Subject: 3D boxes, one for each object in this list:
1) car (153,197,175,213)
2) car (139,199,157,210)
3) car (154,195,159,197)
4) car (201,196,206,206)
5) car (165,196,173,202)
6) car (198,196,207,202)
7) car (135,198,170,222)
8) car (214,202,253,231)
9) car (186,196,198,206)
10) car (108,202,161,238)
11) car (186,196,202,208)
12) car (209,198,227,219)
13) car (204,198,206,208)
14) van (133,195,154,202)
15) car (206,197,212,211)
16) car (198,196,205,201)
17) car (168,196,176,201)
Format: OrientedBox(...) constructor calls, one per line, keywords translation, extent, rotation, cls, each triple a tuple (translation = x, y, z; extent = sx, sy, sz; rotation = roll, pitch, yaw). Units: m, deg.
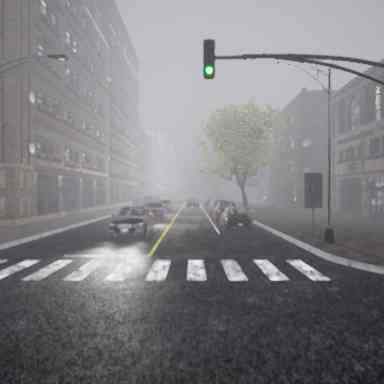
OrientedBox(translation=(-3.105, 1.570, 37.335), extent=(1.812, 1.442, 4.674), rotation=(0, 0, 0), cls="car")
OrientedBox(translation=(-5.713, 1.636, 43.366), extent=(1.802, 1.307, 4.206), rotation=(0, 0, 0), cls="car")
OrientedBox(translation=(-5.717, 1.381, 49.063), extent=(2.192, 1.841, 5.009), rotation=(0, 0, 0), cls="car")
OrientedBox(translation=(2.664, 1.617, 49.065), extent=(2.008, 1.369, 4.403), rotation=(0, 0, 0), cls="car")
OrientedBox(translation=(-5.734, 1.698, 83.244), extent=(1.887, 1.381, 4.507), rotation=(0, 0, 0), cls="car")
OrientedBox(translation=(2.647, 1.705, 83.246), extent=(2.008, 1.369, 4.403), rotation=(0, 0, 0), cls="car")
OrientedBox(translation=(-3.107, 1.507, 27.237), extent=(1.882, 1.535, 5.008), rotation=(0, 0, 0), cls="car")
OrientedBox(translation=(2.679, 1.571, 20.581), extent=(2.008, 1.369, 4.403), rotation=(0, 0, 0), cls="car")
OrientedBox(translation=(0.001, 1.566, 58.616), extent=(1.882, 1.535, 5.008), rotation=(0, 0, 0), cls="car")
OrientedBox(translation=(-3.110, 1.508, 17.789), extent=(2.128, 1.511, 4.902), rotation=(0, 0, 0), cls="car")
OrientedBox(translation=(0.076, 1.665, 48.289), extent=(1.895, 1.301, 4.718), rotation=(0, 0, 0), cls="car")
OrientedBox(translation=(2.676, 1.468, 26.279), extent=(1.967, 1.590, 4.097), rotation=(0, 0, 0), cls="car")
OrientedBox(translation=(2.670, 1.627, 37.672), extent=(1.802, 1.307, 4.206), rotation=(0, 0, 0), cls="car")
OrientedBox(translation=(-5.711, 1.385, 37.670), extent=(1.690, 1.788, 3.998), rotation=(0, 0, 0), cls="van")
OrientedBox(translation=(2.673, 1.476, 31.975), extent=(1.967, 1.590, 4.097), rotation=(0, 0, 0), cls="car")
OrientedBox(translation=(2.641, 1.735, 94.638), extent=(1.887, 1.381, 4.507), rotation=(0, 0, 0), cls="car")
OrientedBox(translation=(-5.740, 1.756, 94.636), extent=(1.947, 1.339, 4.313), rotation=(0, 0, 0), cls="car")
